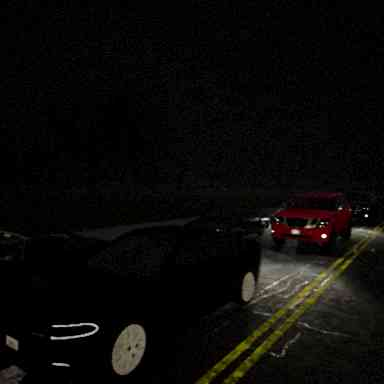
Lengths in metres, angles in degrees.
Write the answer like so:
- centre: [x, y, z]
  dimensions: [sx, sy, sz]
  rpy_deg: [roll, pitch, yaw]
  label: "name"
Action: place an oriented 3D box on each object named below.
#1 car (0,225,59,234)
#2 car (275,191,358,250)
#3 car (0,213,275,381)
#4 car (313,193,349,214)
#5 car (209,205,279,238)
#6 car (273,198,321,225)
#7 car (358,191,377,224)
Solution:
- centre: [-3.662, 1.428, 6.843]
  dimensions: [1.895, 1.301, 4.718]
  rpy_deg: [1, 1, 35]
  label: "car"
- centre: [5.242, 1.041, 14.041]
  dimensions: [2.150, 2.045, 5.566]
  rpy_deg: [1, 1, 35]
  label: "car"
- centre: [-0.514, 1.365, 5.676]
  dimensions: [1.882, 1.535, 5.008]
  rpy_deg: [1, 1, 36]
  label: "car"
- centre: [13.049, 0.995, 31.067]
  dimensions: [2.097, 1.767, 4.553]
  rpy_deg: [1, 1, 35]
  label: "car"
- centre: [1.807, 1.309, 14.790]
  dimensions: [2.033, 1.411, 5.357]
  rpy_deg: [1, 1, 35]
  label: "car"
- centre: [7.238, 1.227, 22.684]
  dimensions: [1.812, 1.442, 4.674]
  rpy_deg: [1, 1, 34]
  label: "car"
- centre: [11.316, 0.974, 22.870]
  dimensions: [2.150, 2.045, 5.566]
  rpy_deg: [1, 1, 34]
  label: "car"
